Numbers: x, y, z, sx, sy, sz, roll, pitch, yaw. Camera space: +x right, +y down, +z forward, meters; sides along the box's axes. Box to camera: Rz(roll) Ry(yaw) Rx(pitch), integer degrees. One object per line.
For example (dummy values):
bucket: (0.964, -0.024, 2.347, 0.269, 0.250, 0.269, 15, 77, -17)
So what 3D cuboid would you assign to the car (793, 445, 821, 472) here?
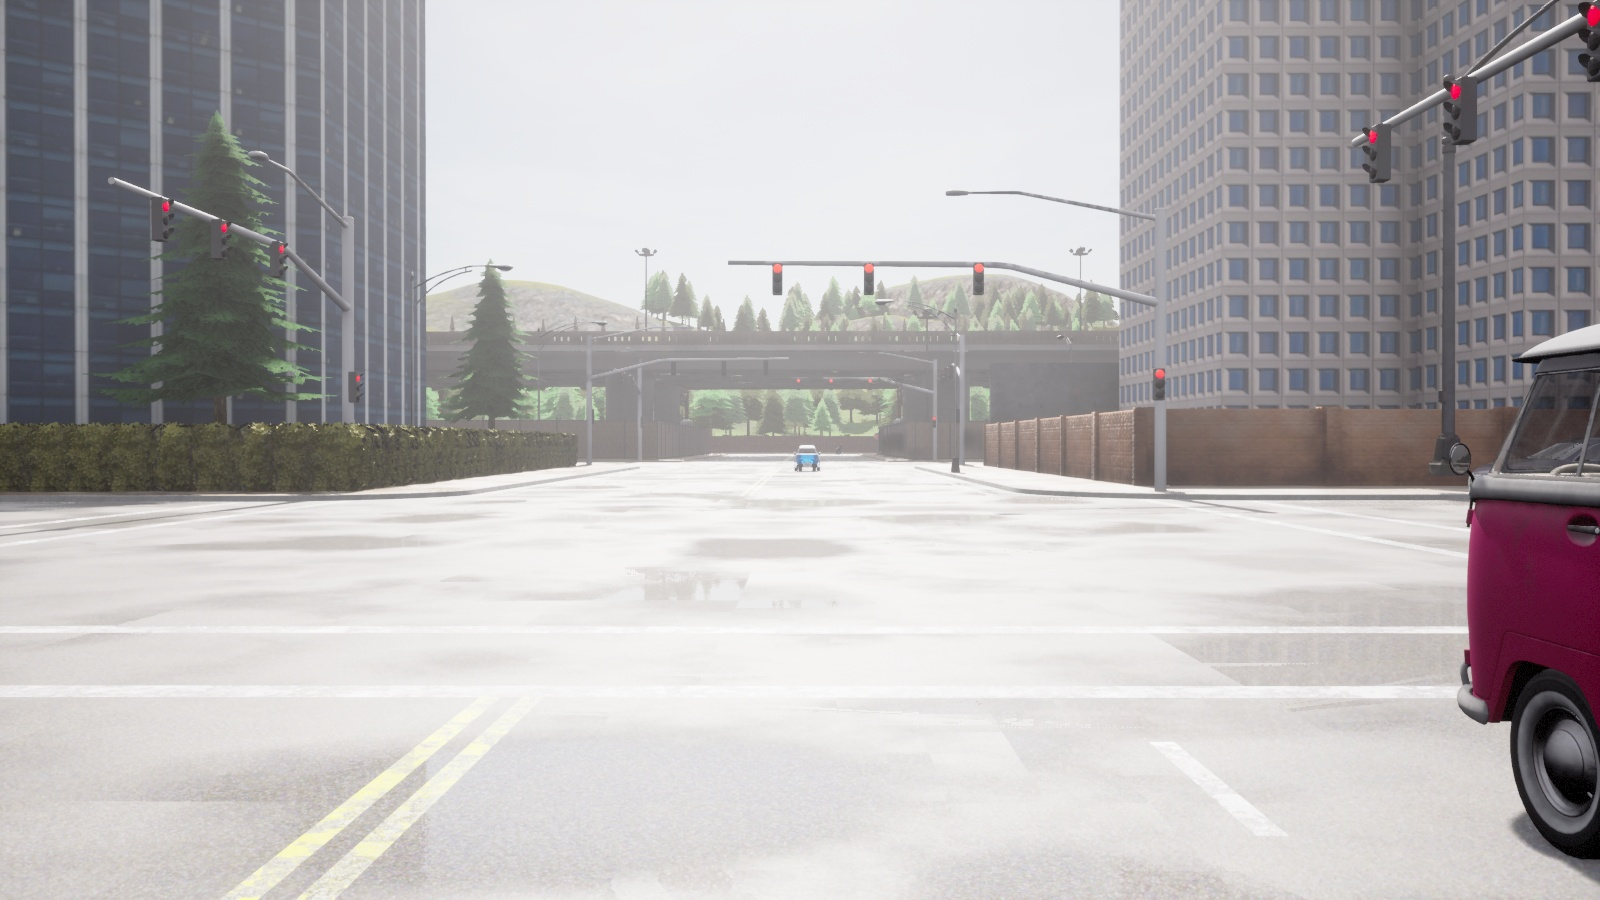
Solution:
car: (0.383, 0.426, 66.471, 1.481, 1.376, 2.207, 0, 1, 0)

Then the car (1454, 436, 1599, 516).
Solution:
car: (17.088, 0.537, 27.131, 4.856, 1.649, 2.033, 0, 0, 1)

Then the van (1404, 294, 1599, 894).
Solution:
van: (3.533, 0.483, 3.300, 1.775, 1.987, 4.442, 0, 0, 0)
